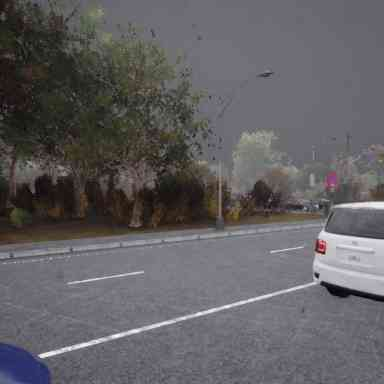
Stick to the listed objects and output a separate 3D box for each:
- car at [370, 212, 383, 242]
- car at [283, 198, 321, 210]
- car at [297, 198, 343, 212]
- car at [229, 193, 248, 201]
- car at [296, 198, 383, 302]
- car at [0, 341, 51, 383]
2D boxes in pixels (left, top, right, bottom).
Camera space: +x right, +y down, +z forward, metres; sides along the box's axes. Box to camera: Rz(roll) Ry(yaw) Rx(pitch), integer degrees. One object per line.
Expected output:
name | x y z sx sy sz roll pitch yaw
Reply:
car | 10.674 1.601 15.924 4.718 1.301 1.895 0 0 -36
car | 12.482 1.492 38.720 2.128 1.511 4.902 0 0 -33
car | 15.511 1.491 40.505 2.128 1.511 4.902 0 0 -32
car | 7.235 1.213 47.049 2.150 2.045 5.566 0 0 -32
car | 4.997 1.221 7.320 5.566 2.045 2.150 0 0 -35
car | -3.122 1.526 1.515 4.674 1.442 1.812 0 0 -36
